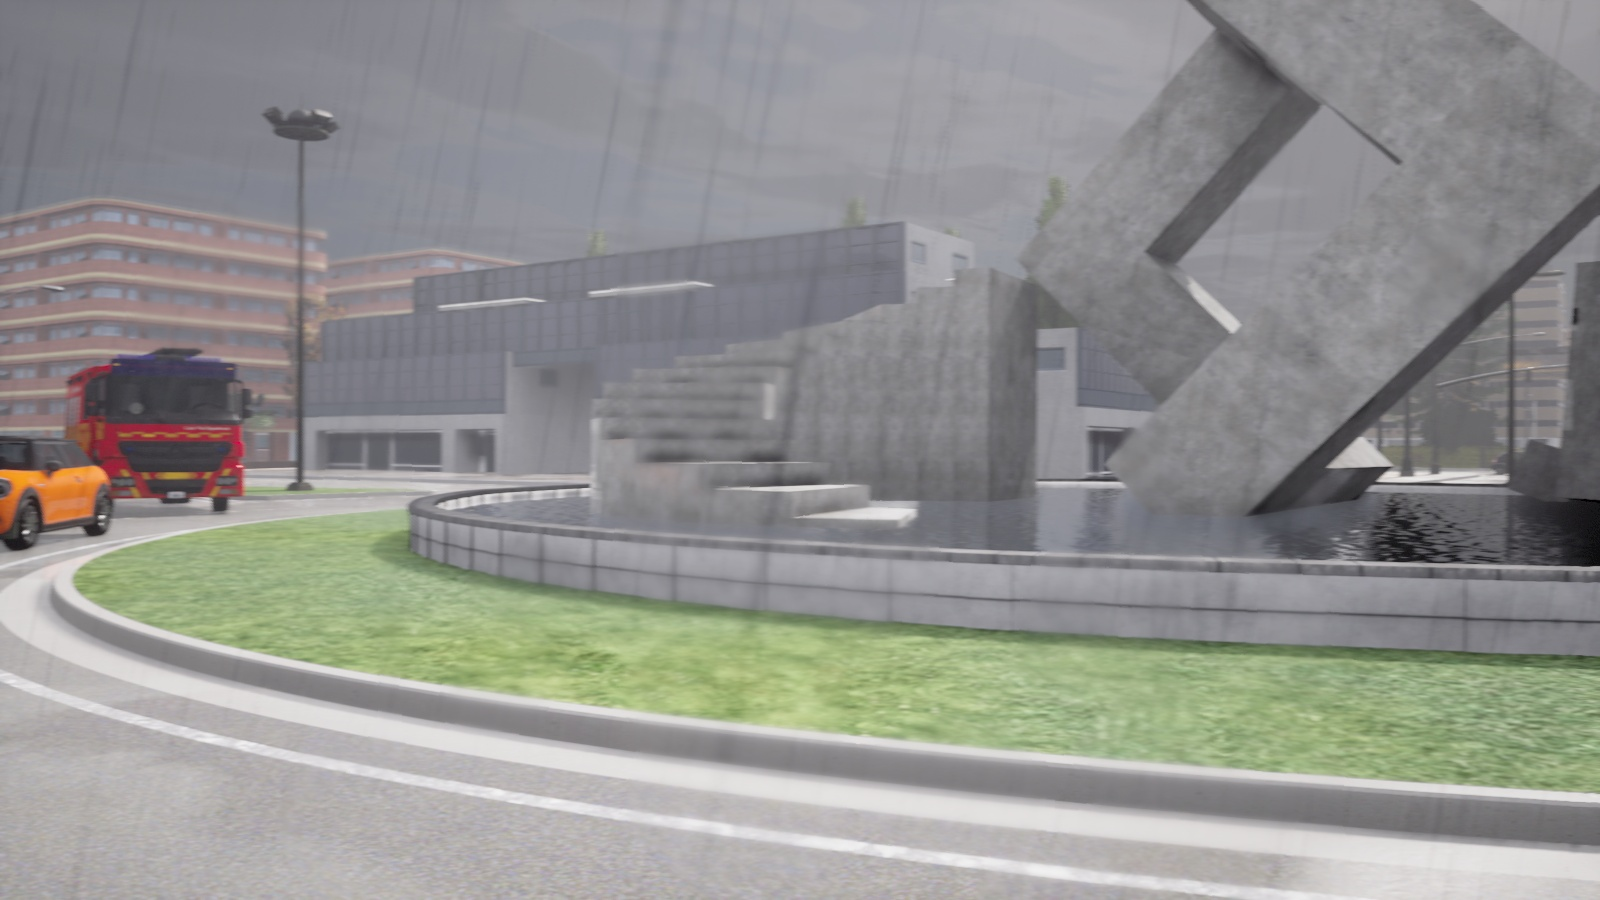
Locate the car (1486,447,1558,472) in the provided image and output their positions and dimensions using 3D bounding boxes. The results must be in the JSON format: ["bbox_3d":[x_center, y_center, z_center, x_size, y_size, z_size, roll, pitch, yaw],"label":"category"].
[{"bbox_3d":[47.785,0.629,83.116,3.988,1.617,1.851,0,0,34],"label":"car"}]

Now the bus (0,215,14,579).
[{"bbox_3d":[-10.105,-0.641,9.625,3.944,4.253,10.273,0,0,-14],"label":"bus"}]

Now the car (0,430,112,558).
[{"bbox_3d":[-12.477,0.605,19.256,2.097,1.767,4.553,0,0,-11],"label":"car"}]

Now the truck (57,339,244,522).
[{"bbox_3d":[-15.975,-0.419,30.518,2.891,3.827,8.468,0,0,-35],"label":"truck"}]
